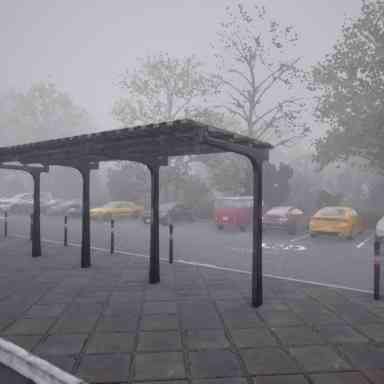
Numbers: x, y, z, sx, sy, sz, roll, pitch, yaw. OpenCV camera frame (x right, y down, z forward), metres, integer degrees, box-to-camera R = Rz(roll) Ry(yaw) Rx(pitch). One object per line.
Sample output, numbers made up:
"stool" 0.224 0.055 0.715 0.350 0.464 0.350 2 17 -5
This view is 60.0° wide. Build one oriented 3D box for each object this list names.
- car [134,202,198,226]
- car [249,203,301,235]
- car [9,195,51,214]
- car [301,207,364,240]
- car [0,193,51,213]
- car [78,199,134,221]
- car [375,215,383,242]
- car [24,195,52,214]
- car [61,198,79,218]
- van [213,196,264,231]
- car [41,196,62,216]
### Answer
"car" -1.466 1.475 23.690 2.163 1.488 4.792 0 0 35
"car" 5.338 1.528 18.894 2.002 1.452 4.674 0 0 35
"car" -15.028 1.362 33.356 2.097 1.535 5.008 0 0 35
"car" 7.602 1.502 17.285 2.097 1.535 5.008 0 0 35
"car" -17.310 1.097 34.934 2.435 2.045 5.566 0 0 35
"car" -6.084 1.415 26.776 1.946 1.575 5.366 0 0 35
"car" 9.867 1.556 15.681 2.002 1.452 4.674 0 0 35
"car" -12.764 1.376 31.750 2.097 1.535 5.008 0 0 35
"car" -8.223 1.433 28.557 2.163 1.488 4.792 0 0 35
"van" 3.146 1.247 20.596 1.878 1.987 4.442 0 0 35
"car" -10.499 1.391 30.144 2.231 1.521 4.892 0 0 35
